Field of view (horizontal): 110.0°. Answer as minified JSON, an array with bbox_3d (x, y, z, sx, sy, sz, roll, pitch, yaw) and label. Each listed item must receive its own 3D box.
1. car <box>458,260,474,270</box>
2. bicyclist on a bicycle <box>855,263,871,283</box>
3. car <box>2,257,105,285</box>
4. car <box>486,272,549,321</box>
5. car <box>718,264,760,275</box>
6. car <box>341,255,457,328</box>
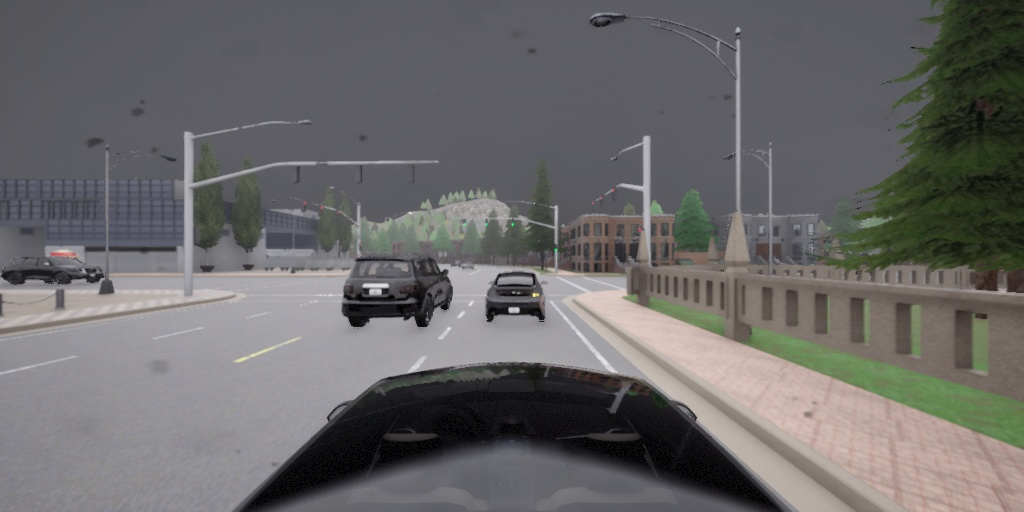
[{"bbox_3d":[-6.998,1.549,57.083,1.895,1.301,4.718,0,0,-4],"label":"car"},{"bbox_3d":[18.703,1.114,19.123,0.582,1.620,1.656,0,0,0],"label":"bicyclist on a bicycle"},{"bbox_3d":[-33.607,1.059,26.368,5.566,2.045,2.150,0,0,0],"label":"car"},{"bbox_3d":[0.207,1.295,12.633,1.837,1.490,4.892,0,0,4],"label":"car"},{"bbox_3d":[18.168,1.378,30.089,4.674,1.442,1.812,0,0,0],"label":"car"},{"bbox_3d":[-3.423,1.007,11.714,2.150,2.045,5.566,0,0,0],"label":"car"}]
